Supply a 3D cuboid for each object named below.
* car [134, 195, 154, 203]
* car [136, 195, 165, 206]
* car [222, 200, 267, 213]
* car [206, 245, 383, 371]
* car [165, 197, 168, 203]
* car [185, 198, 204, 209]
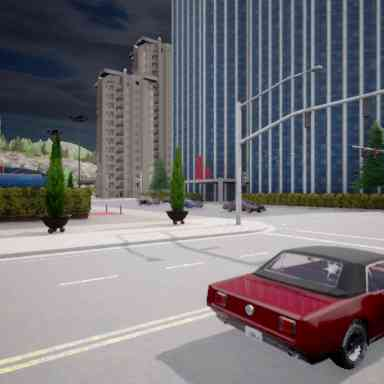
[{"bbox_3d":[-10.226,1.515,70.691,2.128,1.511,4.902,0,0,-36],"label":"car"},{"bbox_3d":[-6.870,1.354,53.983,2.097,1.767,4.553,0,0,-36],"label":"car"},{"bbox_3d":[5.646,1.550,36.743,2.033,1.411,5.357,0,0,-36],"label":"car"},{"bbox_3d":[2.635,1.602,5.691,4.718,1.301,1.895,0,0,-35],"label":"car"},{"bbox_3d":[-4.050,1.495,62.304,2.128,1.511,4.902,0,0,-36],"label":"car"},{"bbox_3d":[-0.373,1.529,45.037,1.812,1.442,4.674,0,0,-37],"label":"car"}]
